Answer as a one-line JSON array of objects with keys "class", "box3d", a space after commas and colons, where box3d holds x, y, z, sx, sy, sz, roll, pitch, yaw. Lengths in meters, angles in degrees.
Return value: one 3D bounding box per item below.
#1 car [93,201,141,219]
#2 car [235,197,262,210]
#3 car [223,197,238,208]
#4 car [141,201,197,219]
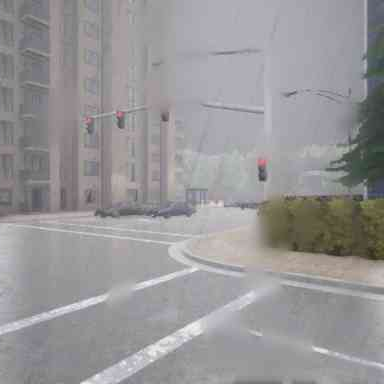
[{"class": "car", "box3d": [-6.042, 1.546, 29.479, 2.033, 1.411, 5.357, 0, 0, 36]}, {"class": "car", "box3d": [7.856, 1.601, 42.526, 1.895, 1.301, 4.718, 0, 0, 37]}, {"class": "car", "box3d": [6.118, 1.492, 46.056, 2.128, 1.511, 4.902, 0, 0, 37]}, {"class": "car", "box3d": [-1.706, 1.547, 29.485, 2.033, 1.411, 5.357, 0, 0, 36]}]
